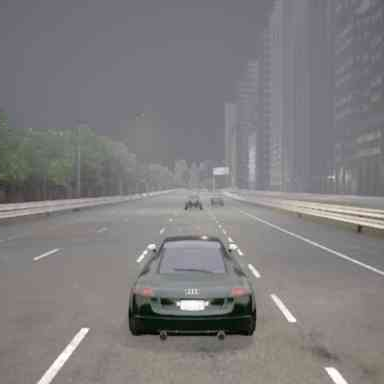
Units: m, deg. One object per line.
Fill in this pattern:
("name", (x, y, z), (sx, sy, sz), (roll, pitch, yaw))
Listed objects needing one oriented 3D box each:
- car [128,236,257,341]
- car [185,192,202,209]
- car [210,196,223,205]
("car", (0.009, 1.563, 6.687), (1.994, 1.385, 4.181), (0, 0, 0))
("car", (0.218, 1.233, 42.305), (2.097, 1.767, 4.553), (0, 0, 1))
("car", (3.933, 1.329, 53.335), (2.128, 1.511, 4.902), (0, 0, 1))
